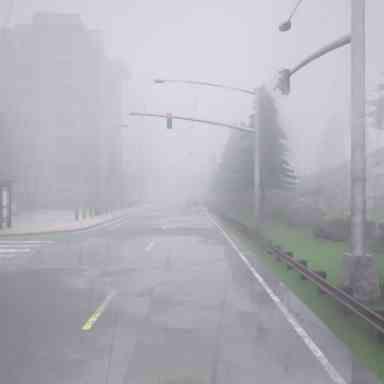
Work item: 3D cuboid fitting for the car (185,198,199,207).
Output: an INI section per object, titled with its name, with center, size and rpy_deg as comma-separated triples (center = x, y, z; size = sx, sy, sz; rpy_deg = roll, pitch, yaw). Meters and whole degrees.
[car]
center = 0.019, 1.564, 50.591
size = 1.994, 1.385, 4.181
rpy_deg = 0, 0, 0
